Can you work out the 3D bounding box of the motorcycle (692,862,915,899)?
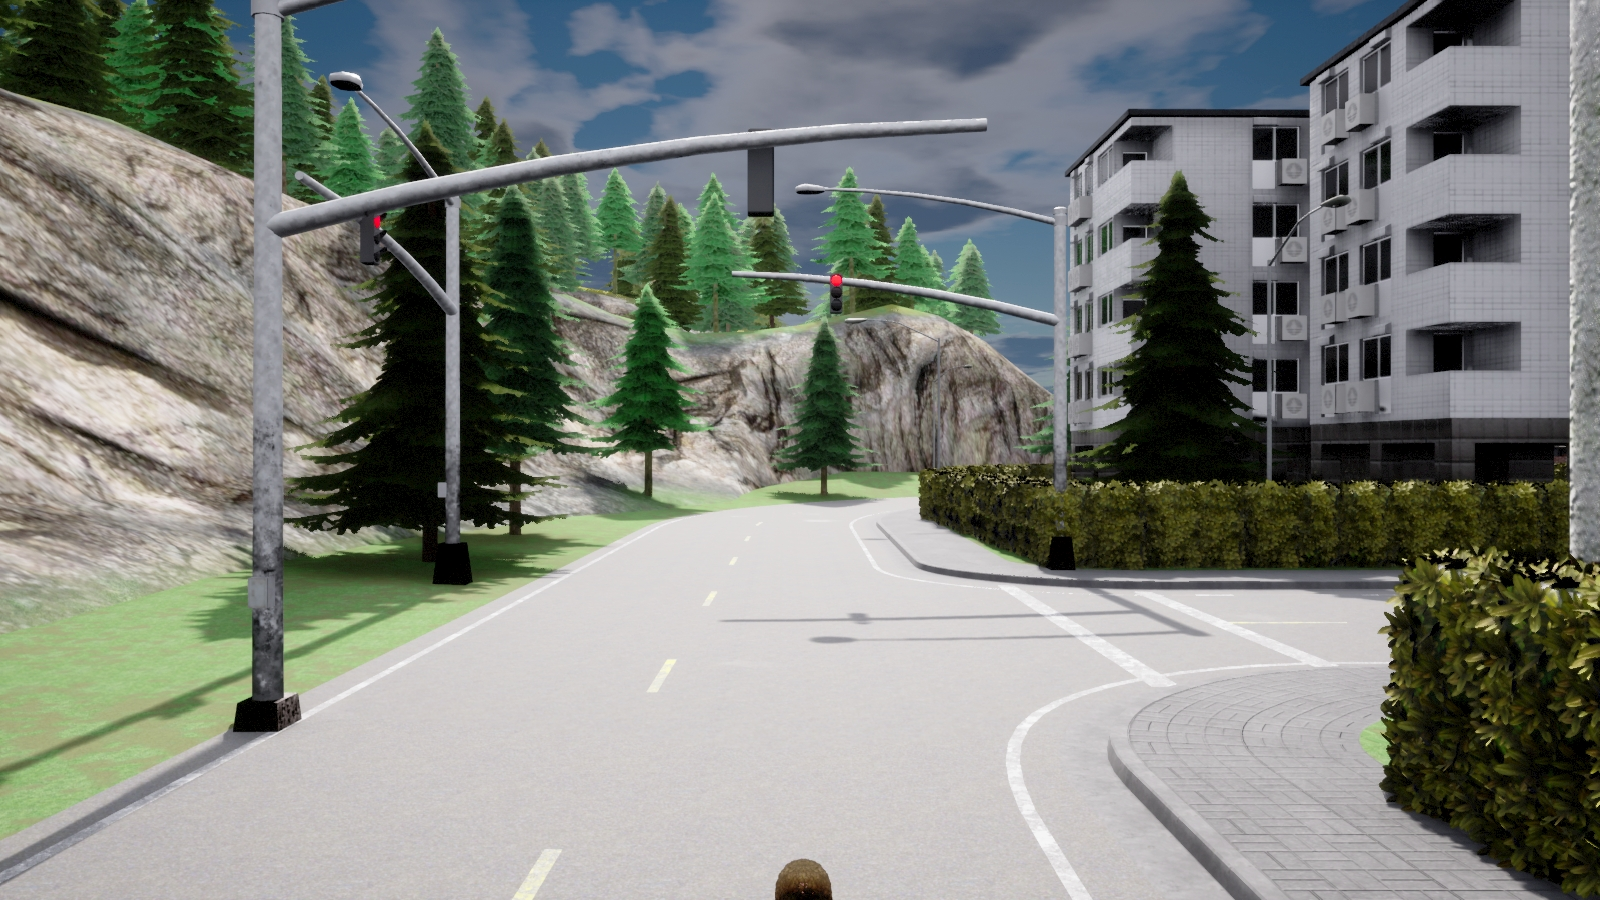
[{"bbox_3d":[0.010,2.193,3.477,0.803,1.145,2.033,0,0,0],"label":"motorcycle"}]
